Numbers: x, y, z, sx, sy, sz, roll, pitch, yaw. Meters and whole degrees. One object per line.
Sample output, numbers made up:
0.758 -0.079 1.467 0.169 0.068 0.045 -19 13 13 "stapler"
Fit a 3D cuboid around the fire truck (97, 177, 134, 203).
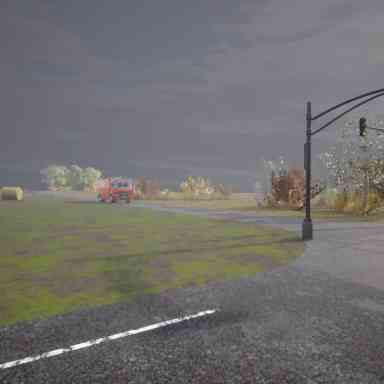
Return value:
-11.714 -0.354 50.084 2.891 3.827 8.468 1 0 -32 "fire truck"
